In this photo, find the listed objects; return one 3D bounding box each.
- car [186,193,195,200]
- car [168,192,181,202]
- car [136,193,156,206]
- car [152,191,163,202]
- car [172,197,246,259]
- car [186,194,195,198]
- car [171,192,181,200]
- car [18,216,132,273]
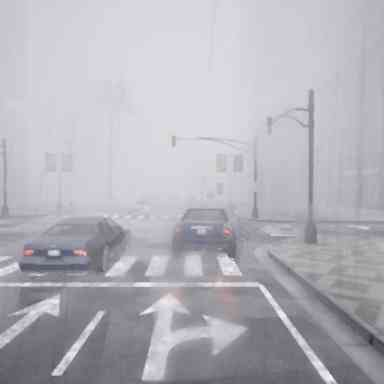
[{"bbox_3d":[-0.280,1.046,74.041,2.033,1.411,5.357,0,0,0],"label":"car"},{"bbox_3d":[-3.493,0.972,63.964,2.097,1.767,4.553,0,0,0],"label":"car"},{"bbox_3d":[-6.763,1.198,47.440,2.033,1.411,5.357,0,0,0],"label":"car"},{"bbox_3d":[-6.759,0.847,63.252,2.150,2.045,5.566,0,0,0],"label":"car"},{"bbox_3d":[0.795,1.240,12.474,2.097,1.767,4.553,0,1,13],"label":"car"},{"bbox_3d":[-0.207,1.222,61.155,1.895,1.301,4.718,0,0,0],"label":"car"},{"bbox_3d":[-3.530,0.861,73.999,2.097,1.767,4.553,0,0,0],"label":"car"},{"bbox_3d":[-3.231,1.455,10.308,2.033,1.411,5.357,0,1,0],"label":"car"}]
